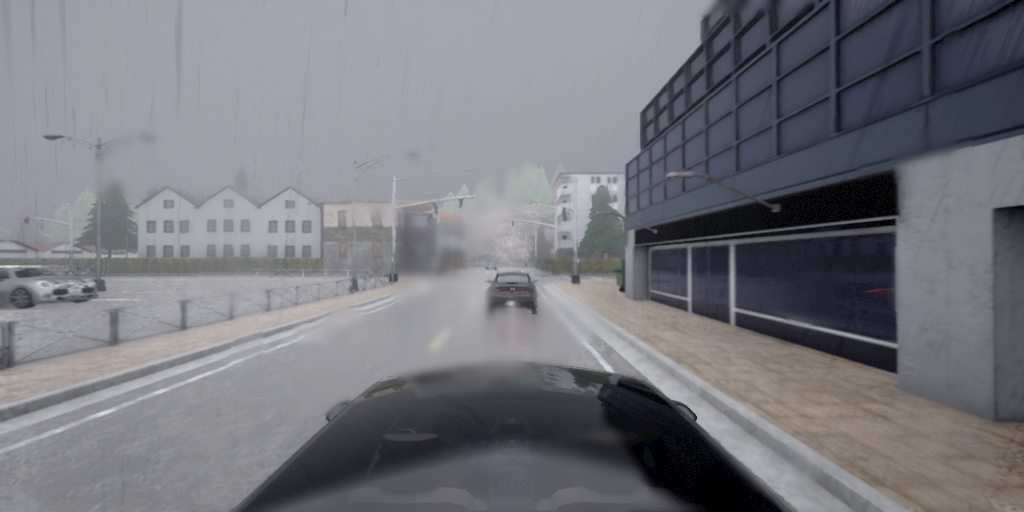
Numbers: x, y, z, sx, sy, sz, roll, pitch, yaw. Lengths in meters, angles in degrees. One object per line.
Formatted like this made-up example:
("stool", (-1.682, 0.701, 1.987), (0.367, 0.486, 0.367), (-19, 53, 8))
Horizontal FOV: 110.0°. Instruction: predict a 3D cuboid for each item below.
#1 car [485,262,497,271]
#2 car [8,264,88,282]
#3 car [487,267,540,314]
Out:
("car", (-3.538, 1.752, 61.571), (2.128, 1.511, 4.902), (0, 0, 1))
("car", (-41.695, 1.400, 32.316), (4.181, 1.385, 1.994), (0, 0, 1))
("car", (0.043, 1.363, 14.278), (1.837, 1.490, 4.892), (0, 0, 1))
